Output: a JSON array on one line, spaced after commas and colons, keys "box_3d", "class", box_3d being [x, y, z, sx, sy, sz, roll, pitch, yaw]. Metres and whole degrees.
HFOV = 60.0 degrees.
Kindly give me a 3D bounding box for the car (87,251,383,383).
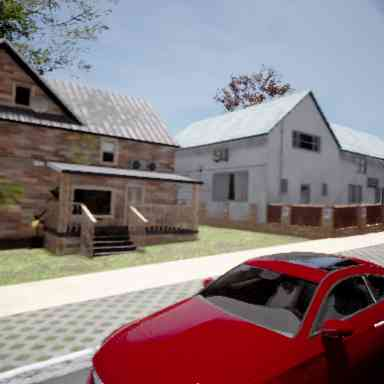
[{"box_3d": [1.184, 1.518, 3.932, 4.674, 1.442, 1.812, 0, 0, -35], "class": "car"}]
